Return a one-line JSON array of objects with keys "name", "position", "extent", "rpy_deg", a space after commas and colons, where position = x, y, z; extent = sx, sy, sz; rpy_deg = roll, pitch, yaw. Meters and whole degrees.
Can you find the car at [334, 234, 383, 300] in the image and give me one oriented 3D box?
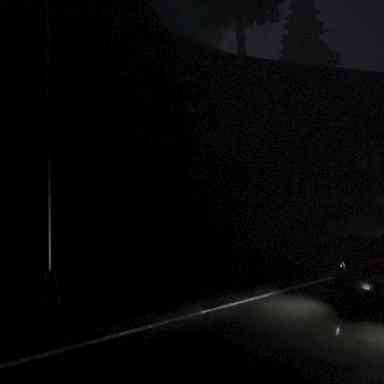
[{"name": "car", "position": [5.257, 1.527, 7.593], "extent": [4.674, 1.442, 1.812], "rpy_deg": [0, 0, -33]}]
